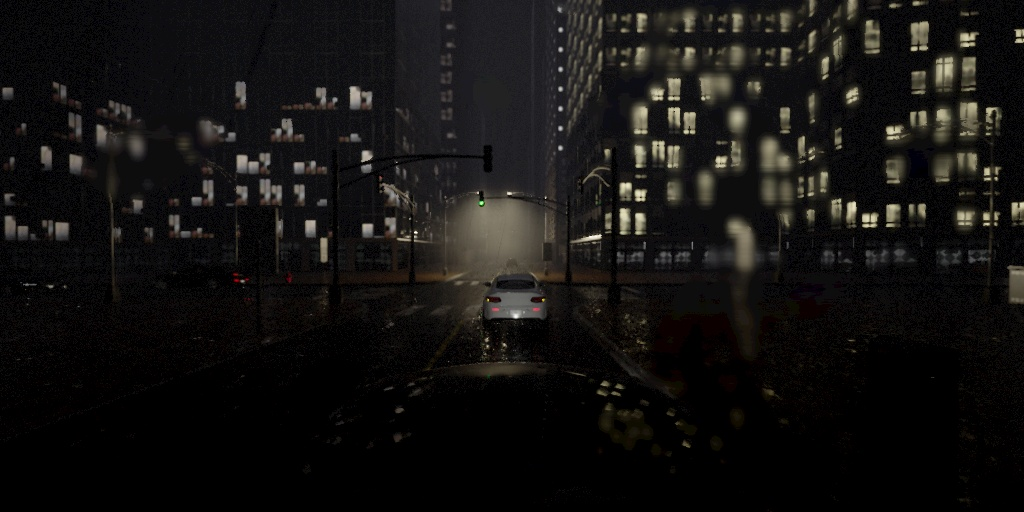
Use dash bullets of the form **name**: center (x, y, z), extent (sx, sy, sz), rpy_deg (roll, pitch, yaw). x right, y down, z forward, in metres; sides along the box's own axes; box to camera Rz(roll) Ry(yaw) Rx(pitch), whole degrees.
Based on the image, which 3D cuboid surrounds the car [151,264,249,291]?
- **car**: center (-18.297, 1.232, 21.139), extent (4.892, 1.490, 1.837), rpy_deg (0, 1, 0)

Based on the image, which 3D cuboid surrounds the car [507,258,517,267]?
- **car**: center (0.002, 1.197, 62.676), extent (1.837, 1.490, 4.892), rpy_deg (0, 0, 0)

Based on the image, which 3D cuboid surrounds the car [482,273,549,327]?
- **car**: center (0.100, 1.262, 11.329), extent (1.812, 1.442, 4.674), rpy_deg (0, 0, 0)

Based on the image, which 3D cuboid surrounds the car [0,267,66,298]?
- **car**: center (-25.502, 1.283, 17.953), extent (4.892, 1.490, 1.837), rpy_deg (0, 1, 0)
